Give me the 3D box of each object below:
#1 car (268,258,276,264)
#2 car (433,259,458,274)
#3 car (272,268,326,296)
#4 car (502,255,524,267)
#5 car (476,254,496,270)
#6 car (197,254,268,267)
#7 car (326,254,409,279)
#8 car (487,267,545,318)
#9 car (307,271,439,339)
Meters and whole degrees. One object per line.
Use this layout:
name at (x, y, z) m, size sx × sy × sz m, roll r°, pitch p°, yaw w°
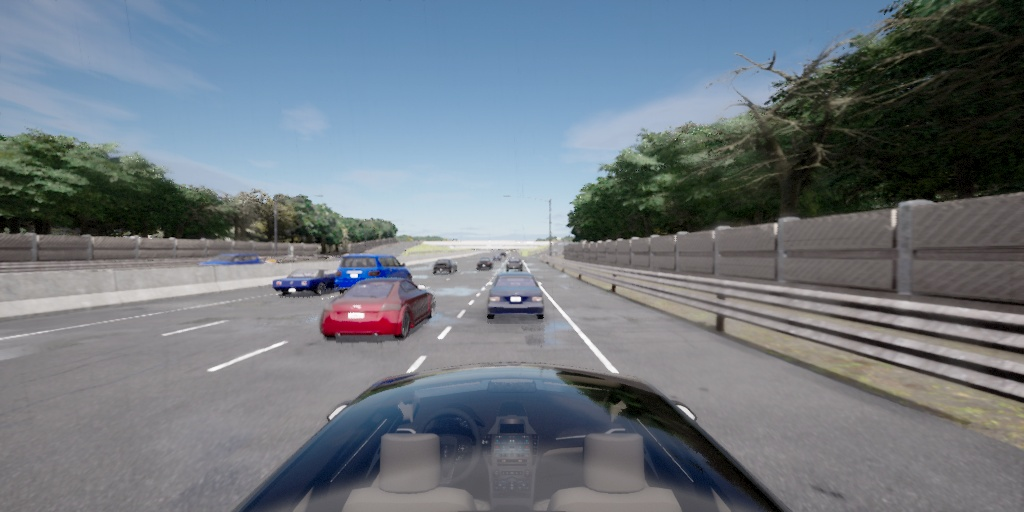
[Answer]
car at (-27.920, 1.018, 38.629) m, size 1.812 × 1.442 × 4.674 m, roll 0°, pitch 1°, yaw 1°
car at (-6.753, 1.032, 36.630) m, size 1.837 × 1.490 × 4.892 m, roll 0°, pitch 1°, yaw 0°
car at (-10.357, 1.316, 19.156) m, size 1.895 × 1.301 × 4.718 m, roll 0°, pitch 0°, yaw 0°
car at (0.277, 0.949, 40.466) m, size 2.128 × 1.511 × 4.902 m, roll 0°, pitch 1°, yaw 0°
car at (-3.287, 0.900, 44.548) m, size 1.812 × 1.442 × 4.674 m, roll 0°, pitch 1°, yaw 1°
car at (-24.489, 0.830, 31.299) m, size 2.150 × 2.045 × 5.566 m, roll 0°, pitch 1°, yaw 0°
car at (-6.861, 0.941, 18.297) m, size 2.150 × 2.045 × 5.566 m, roll 0°, pitch 0°, yaw 0°
car at (0.121, 1.282, 12.816) m, size 2.033 × 1.411 × 5.357 m, roll 0°, pitch 0°, yaw 0°
car at (-3.486, 1.303, 10.028) m, size 1.994 × 1.385 × 4.181 m, roll 0°, pitch 0°, yaw 0°
